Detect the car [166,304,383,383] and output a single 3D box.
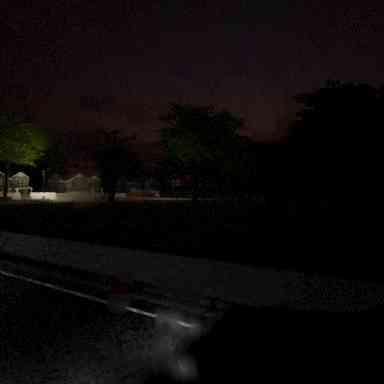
[{"bbox_3d":[1.931,1.526,2.307,4.674,1.442,1.812,0,0,35],"label":"car"}]
